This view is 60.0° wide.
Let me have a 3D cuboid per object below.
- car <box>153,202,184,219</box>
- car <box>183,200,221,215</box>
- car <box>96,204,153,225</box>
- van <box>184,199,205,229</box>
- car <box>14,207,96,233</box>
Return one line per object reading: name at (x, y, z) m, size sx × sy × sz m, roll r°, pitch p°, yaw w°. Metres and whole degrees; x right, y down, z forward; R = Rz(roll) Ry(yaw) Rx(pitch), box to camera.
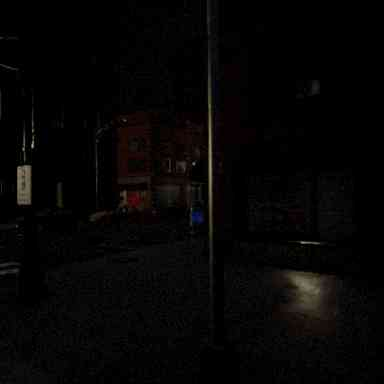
car at (-2.139, 1.582, 29.506) m, size 1.802 × 1.307 × 4.206 m, roll 0°, pitch 0°, yaw 36°
car at (1.083, 1.529, 33.953) m, size 1.802 × 1.307 × 4.206 m, roll 0°, pitch 0°, yaw 36°
car at (-5.461, 1.580, 24.919) m, size 1.752 × 1.417 × 4.829 m, roll 0°, pitch 0°, yaw 36°
van at (1.560, 1.260, 20.070) m, size 1.690 × 1.788 × 3.998 m, roll 0°, pitch 0°, yaw 36°
car at (-8.584, 1.651, 20.608) m, size 1.887 × 1.381 × 4.507 m, roll 0°, pitch 0°, yaw 36°
